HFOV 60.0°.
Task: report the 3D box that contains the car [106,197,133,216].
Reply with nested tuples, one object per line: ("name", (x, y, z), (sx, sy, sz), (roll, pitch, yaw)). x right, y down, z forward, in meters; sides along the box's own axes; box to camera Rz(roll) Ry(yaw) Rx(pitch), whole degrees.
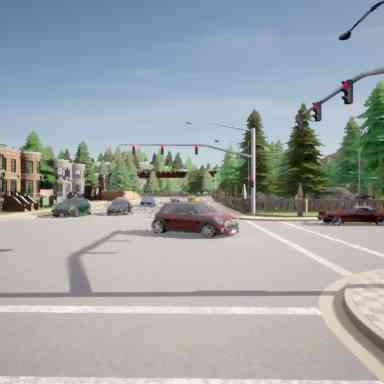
("car", (-7.118, 1.504, 33.001), (1.837, 1.490, 4.892), (0, 0, 0))

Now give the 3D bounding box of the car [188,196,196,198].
("car", (0.051, 1.477, 64.944), (1.882, 1.535, 5.008), (0, 0, 0))

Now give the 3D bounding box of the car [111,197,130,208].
("car", (-10.595, 1.525, 49.340), (1.812, 1.442, 4.674), (0, 0, 0))

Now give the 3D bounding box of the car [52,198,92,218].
("car", (-10.847, 1.352, 30.305), (2.097, 1.767, 4.553), (0, 0, 4))

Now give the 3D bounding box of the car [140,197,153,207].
("car", (-7.072, 1.477, 52.930), (1.882, 1.535, 5.008), (0, 0, 1))

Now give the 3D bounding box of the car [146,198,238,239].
("car", (0.144, 1.352, 17.522), (4.553, 1.767, 2.097), (0, 0, 33))

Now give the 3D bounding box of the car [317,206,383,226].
("car", (11.171, 1.601, 22.914), (4.718, 1.301, 1.895), (0, 0, 2))
